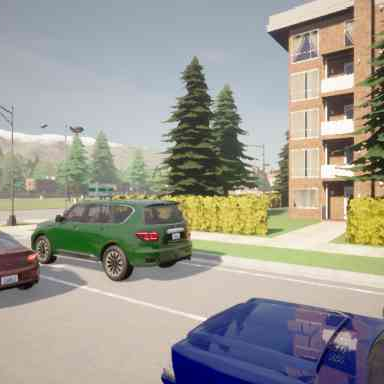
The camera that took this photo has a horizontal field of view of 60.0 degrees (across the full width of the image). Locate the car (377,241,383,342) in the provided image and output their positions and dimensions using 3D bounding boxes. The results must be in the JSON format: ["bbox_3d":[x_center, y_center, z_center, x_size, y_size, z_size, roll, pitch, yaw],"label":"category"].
[{"bbox_3d":[5.091,1.564,4.665,4.181,1.385,1.994,0,0,35],"label":"car"}]

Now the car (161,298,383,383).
[{"bbox_3d":[2.054,1.601,2.531,4.718,1.301,1.895,0,0,35],"label":"car"}]

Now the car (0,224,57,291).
[{"bbox_3d":[-5.385,1.526,7.779,4.674,1.442,1.812,0,0,36],"label":"car"}]

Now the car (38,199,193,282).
[{"bbox_3d":[-2.580,1.221,10.071,5.566,2.045,2.150,0,0,36],"label":"car"}]
